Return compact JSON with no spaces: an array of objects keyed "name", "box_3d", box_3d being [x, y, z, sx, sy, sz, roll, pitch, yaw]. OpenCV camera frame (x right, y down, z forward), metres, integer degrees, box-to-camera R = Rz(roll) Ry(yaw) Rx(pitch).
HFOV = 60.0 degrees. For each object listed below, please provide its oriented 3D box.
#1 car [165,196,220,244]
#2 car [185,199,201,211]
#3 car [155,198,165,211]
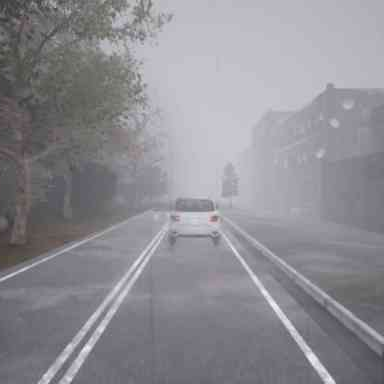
[{"name":"car","box_3d":[0.104,1.215,15.790,2.150,2.045,5.566,0,0,0]},{"name":"car","box_3d":[0.109,1.571,40.331,1.895,1.301,4.718,0,0,0]},{"name":"car","box_3d":[-3.331,1.449,39.770,1.882,1.535,5.008,0,0,0]}]
